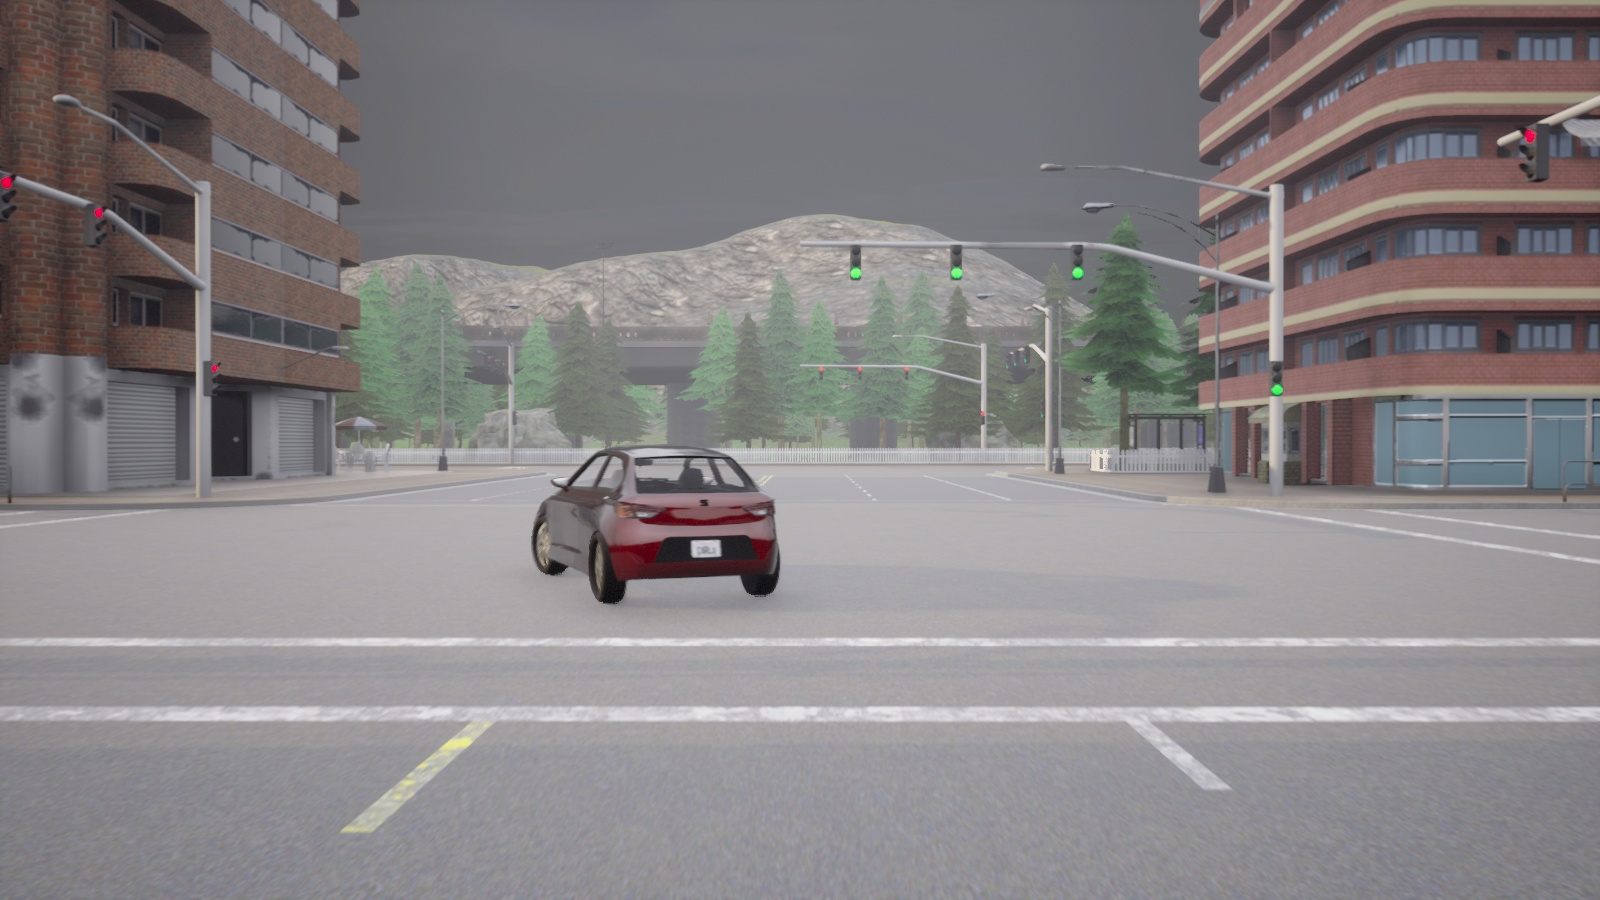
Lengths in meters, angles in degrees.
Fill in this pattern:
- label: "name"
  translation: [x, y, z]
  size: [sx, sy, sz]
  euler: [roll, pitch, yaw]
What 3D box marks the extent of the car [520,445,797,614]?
- label: "car"
  translation: [-1.667, 0.684, 13.262]
  size: [1.816, 1.474, 4.193]
  euler: [0, 0, -23]
